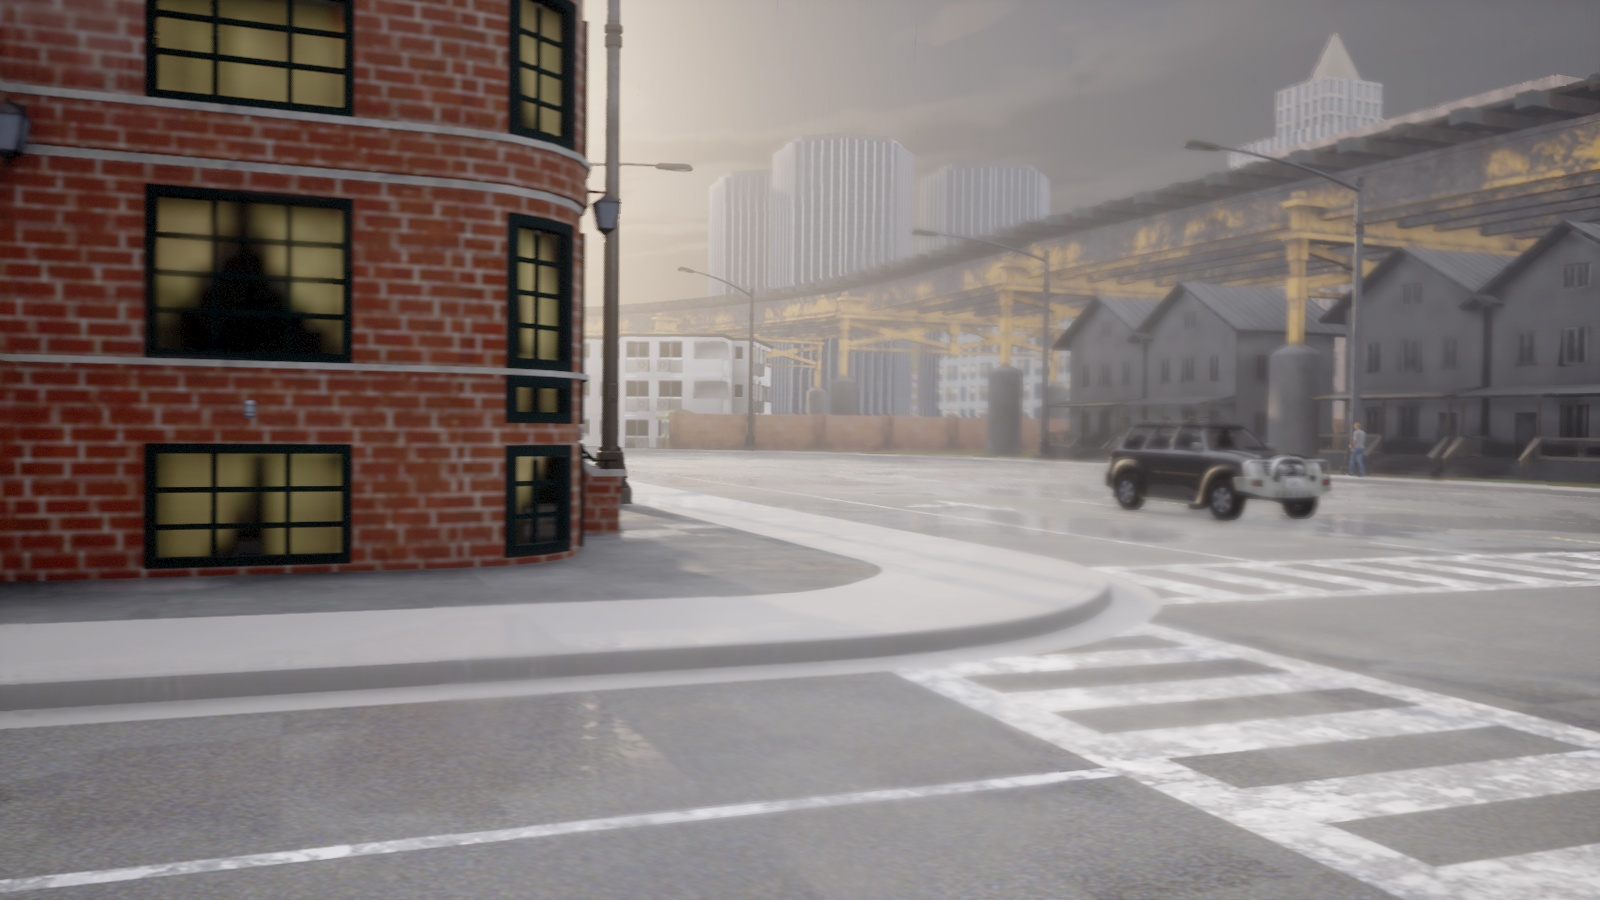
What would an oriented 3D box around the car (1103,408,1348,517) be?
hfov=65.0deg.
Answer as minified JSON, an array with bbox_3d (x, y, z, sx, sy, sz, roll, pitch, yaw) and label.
[{"bbox_3d":[7.910,0.140,23.895,1.932,1.855,4.605,-1,2,-20],"label":"car"}]

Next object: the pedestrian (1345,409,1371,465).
[{"bbox_3d":[18.545,-0.421,41.737,0.354,1.836,0.706,-1,1,-24],"label":"pedestrian"}]
